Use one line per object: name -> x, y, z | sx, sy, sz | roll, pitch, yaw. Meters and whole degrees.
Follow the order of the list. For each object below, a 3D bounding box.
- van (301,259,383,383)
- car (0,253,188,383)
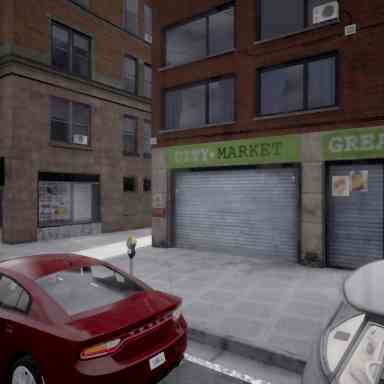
van -> 2.450, 1.341, 1.329 | 3.998, 1.788, 1.690 | 0, 0, 35
car -> -2.160, 1.544, 4.615 | 4.507, 1.381, 1.887 | 0, 0, 35
